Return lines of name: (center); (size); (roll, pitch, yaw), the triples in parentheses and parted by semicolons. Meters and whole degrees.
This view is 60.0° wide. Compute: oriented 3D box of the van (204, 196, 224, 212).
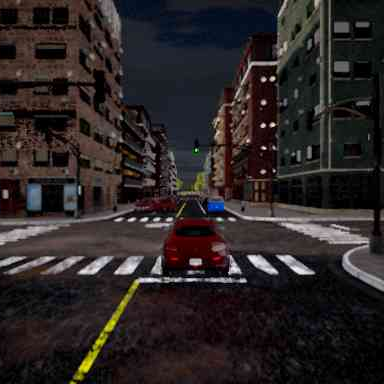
van: (2.565, 1.350, 36.418); (1.690, 1.788, 3.998); (0, 0, 0)

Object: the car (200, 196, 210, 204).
car: (2.566, 1.532, 64.591); (1.752, 1.417, 4.829); (0, 0, 0)

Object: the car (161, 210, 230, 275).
car: (0.092, 1.529, 10.386); (1.812, 1.442, 4.674); (0, 0, 0)

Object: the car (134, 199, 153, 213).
car: (-5.282, 1.591, 36.580); (1.802, 1.307, 4.206); (0, 0, 0)

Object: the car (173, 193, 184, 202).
car: (-2.749, 1.043, 68.997); (2.097, 1.767, 4.553); (0, 0, 0)

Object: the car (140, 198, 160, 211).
car: (-5.282, 1.554, 42.168); (1.887, 1.381, 4.507); (0, 0, 0)

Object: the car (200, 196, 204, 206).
car: (2.565, 1.575, 53.220); (1.947, 1.339, 4.313); (0, 0, 0)

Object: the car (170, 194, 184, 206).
car: (-2.811, 1.501, 53.729); (2.128, 1.511, 4.902); (0, 0, 0)

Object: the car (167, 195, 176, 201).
car: (-5.281, 1.561, 86.907); (1.947, 1.339, 4.313); (0, 0, 0)

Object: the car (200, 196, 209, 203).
car: (2.566, 1.586, 70.021); (1.802, 1.307, 4.206); (0, 0, 0)

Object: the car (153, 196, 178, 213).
car: (-2.842, 1.486, 36.658); (1.882, 1.535, 5.008); (0, 0, 0)

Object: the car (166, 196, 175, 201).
car: (-5.281, 1.581, 81.307); (1.802, 1.307, 4.206); (0, 0, 0)
